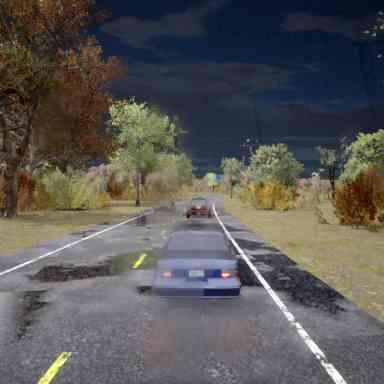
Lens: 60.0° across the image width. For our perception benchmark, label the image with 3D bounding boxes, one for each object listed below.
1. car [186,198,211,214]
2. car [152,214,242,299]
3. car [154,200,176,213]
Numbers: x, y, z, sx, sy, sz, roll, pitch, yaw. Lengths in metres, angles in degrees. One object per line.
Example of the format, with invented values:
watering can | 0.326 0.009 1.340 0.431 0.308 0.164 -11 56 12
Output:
car | 0.641 1.326 29.930 2.097 1.767 4.553 0 0 2
car | 0.139 1.542 8.622 2.033 1.411 5.357 0 0 1
car | -2.839 1.527 35.564 1.994 1.385 4.181 0 0 2
